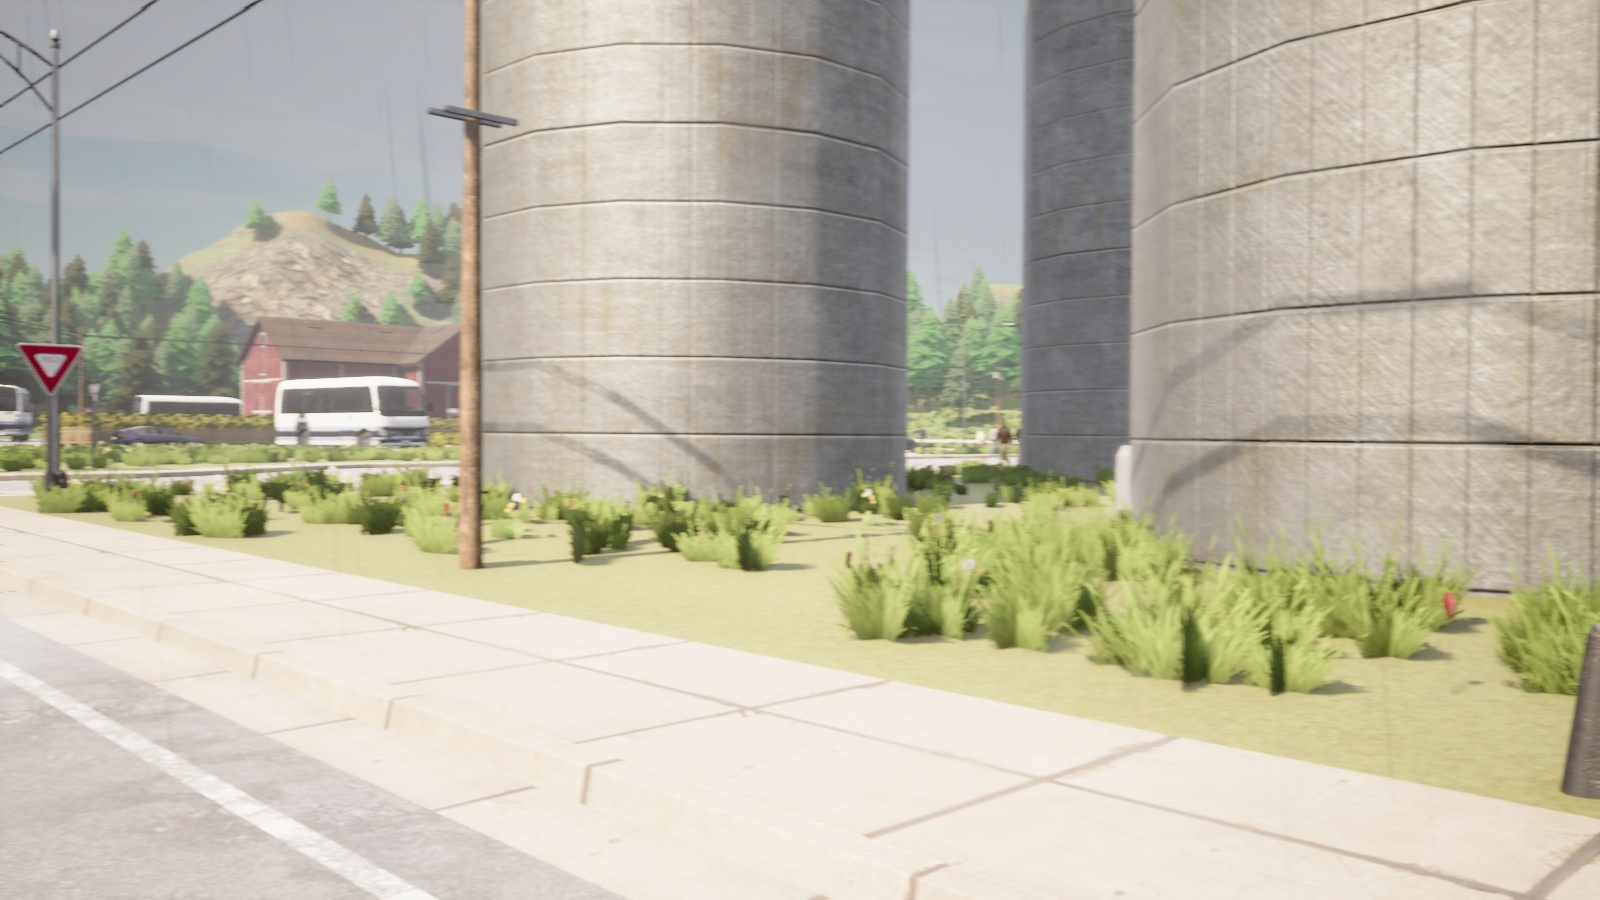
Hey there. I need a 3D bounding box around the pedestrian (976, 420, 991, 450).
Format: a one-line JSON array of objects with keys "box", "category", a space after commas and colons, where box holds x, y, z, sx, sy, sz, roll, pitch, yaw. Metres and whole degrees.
[{"box": [12.041, -0.972, 82.384, 0.659, 1.952, 0.873, 0, 1, 38], "category": "pedestrian"}]

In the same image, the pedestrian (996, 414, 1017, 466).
[{"box": [7.464, -0.370, 45.337, 0.431, 1.840, 0.703, 0, 1, 43], "category": "pedestrian"}]

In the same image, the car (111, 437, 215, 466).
[{"box": [-35.905, 0.054, 70.818, 4.792, 1.488, 2.163, -2, 1, -44], "category": "car"}]

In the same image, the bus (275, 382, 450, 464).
[{"box": [-24.293, -1.425, 69.423, 10.273, 4.253, 3.944, 0, 1, 37], "category": "bus"}]
